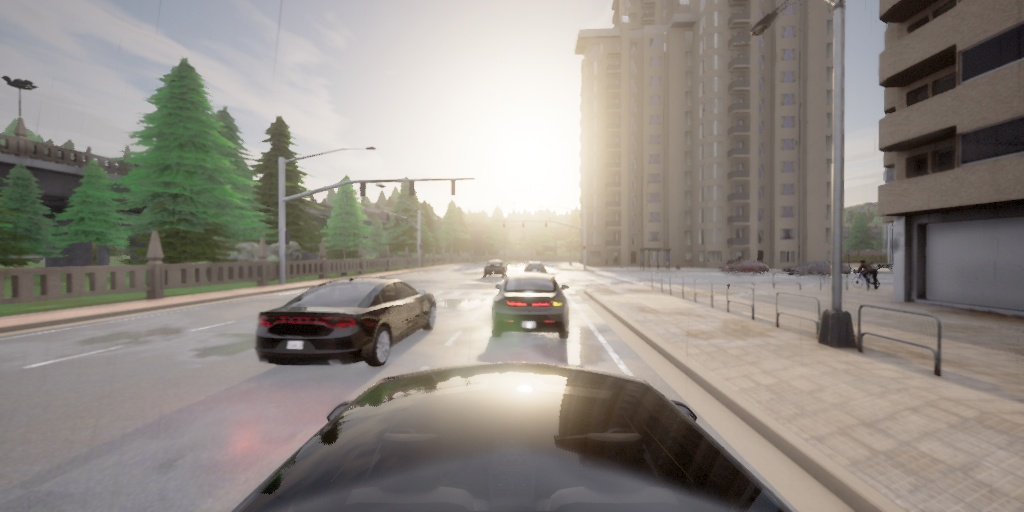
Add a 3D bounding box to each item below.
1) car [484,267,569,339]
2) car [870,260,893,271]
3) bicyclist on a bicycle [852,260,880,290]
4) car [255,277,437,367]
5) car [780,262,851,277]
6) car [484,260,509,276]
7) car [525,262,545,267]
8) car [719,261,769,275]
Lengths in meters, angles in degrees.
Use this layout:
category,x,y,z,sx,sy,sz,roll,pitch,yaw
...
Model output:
category,x,y,z,sx,sy,sz,roll,pitch,yaw
car,0.543,1.215,10.034,1.837,1.490,4.892,0,0,4
car,39.951,0.906,36.974,4.718,1.301,1.895,0,0,3
bicyclist on a bicycle,19.855,1.048,20.138,0.582,1.620,1.656,0,0,3
car,-3.122,1.194,7.931,1.882,1.535,5.008,0,0,4
car,28.826,1.240,34.147,5.357,1.411,2.033,0,0,3
car,-1.424,1.133,32.697,1.837,1.490,4.892,0,0,4
car,2.101,1.204,32.951,1.994,1.385,4.181,0,0,4
car,24.444,1.195,37.882,4.674,1.442,1.812,0,0,3
